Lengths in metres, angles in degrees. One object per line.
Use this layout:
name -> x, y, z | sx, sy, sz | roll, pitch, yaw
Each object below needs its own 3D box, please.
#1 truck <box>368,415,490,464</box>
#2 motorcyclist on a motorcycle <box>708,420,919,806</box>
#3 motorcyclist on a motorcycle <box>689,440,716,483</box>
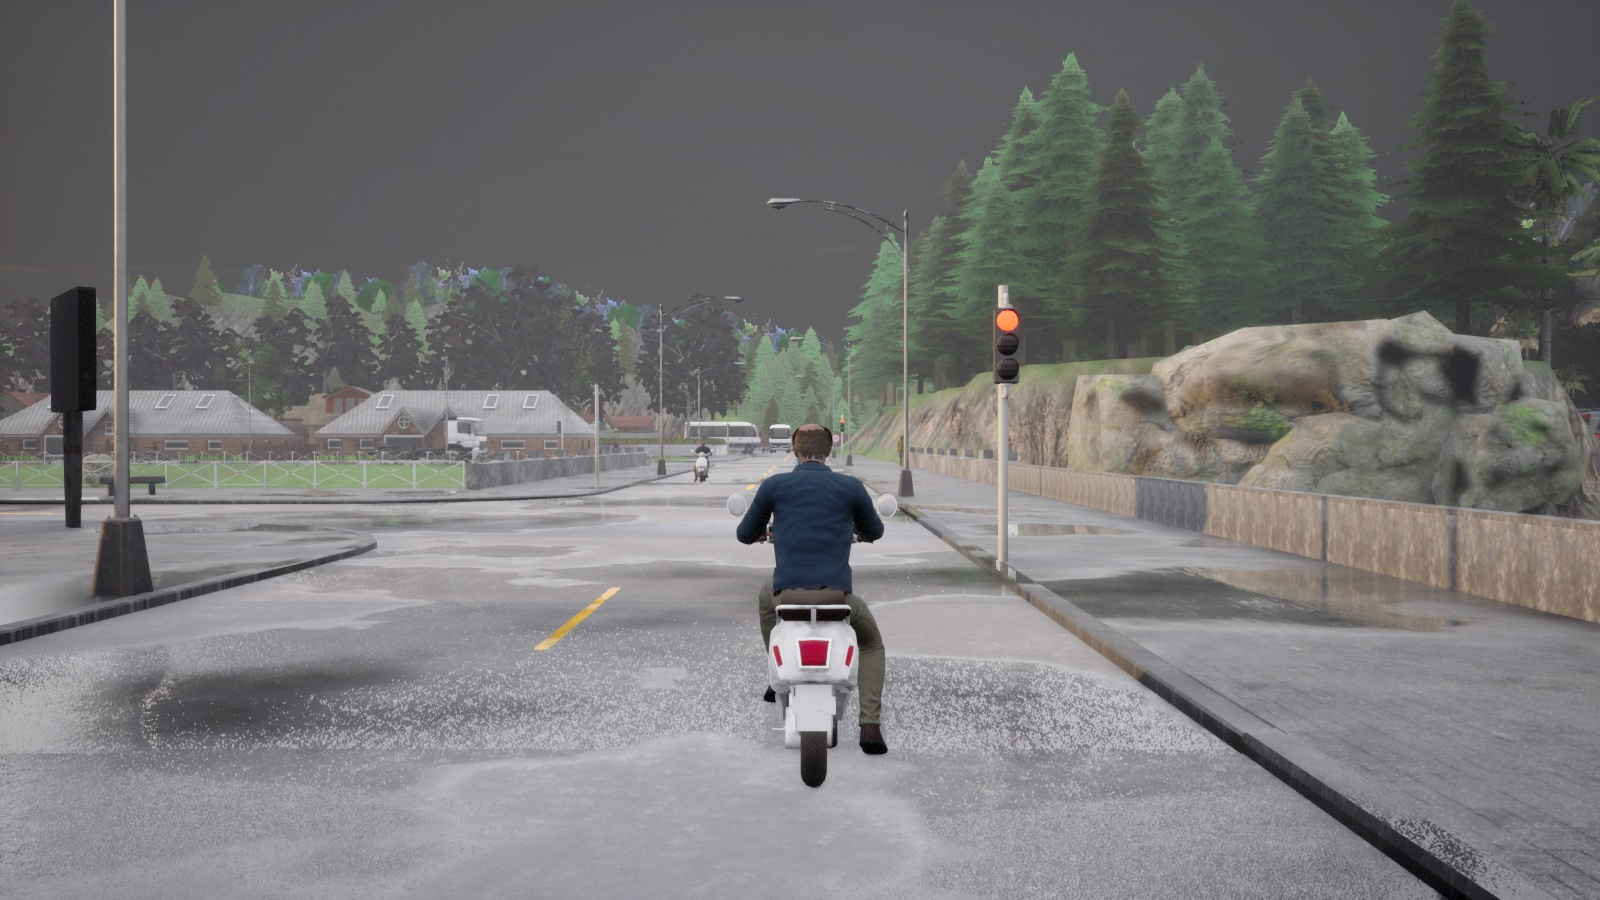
truck -> -26.664, -0.767, 90.405 | 7.936, 3.462, 2.891 | 0, 0, 0
motorcyclist on a motorcycle -> 0.059, 0.666, 6.070 | 0.866, 1.590, 1.817 | 0, 0, 0
motorcyclist on a motorcycle -> -3.717, 0.426, 48.000 | 0.866, 1.590, 1.817 | 0, 0, 0
